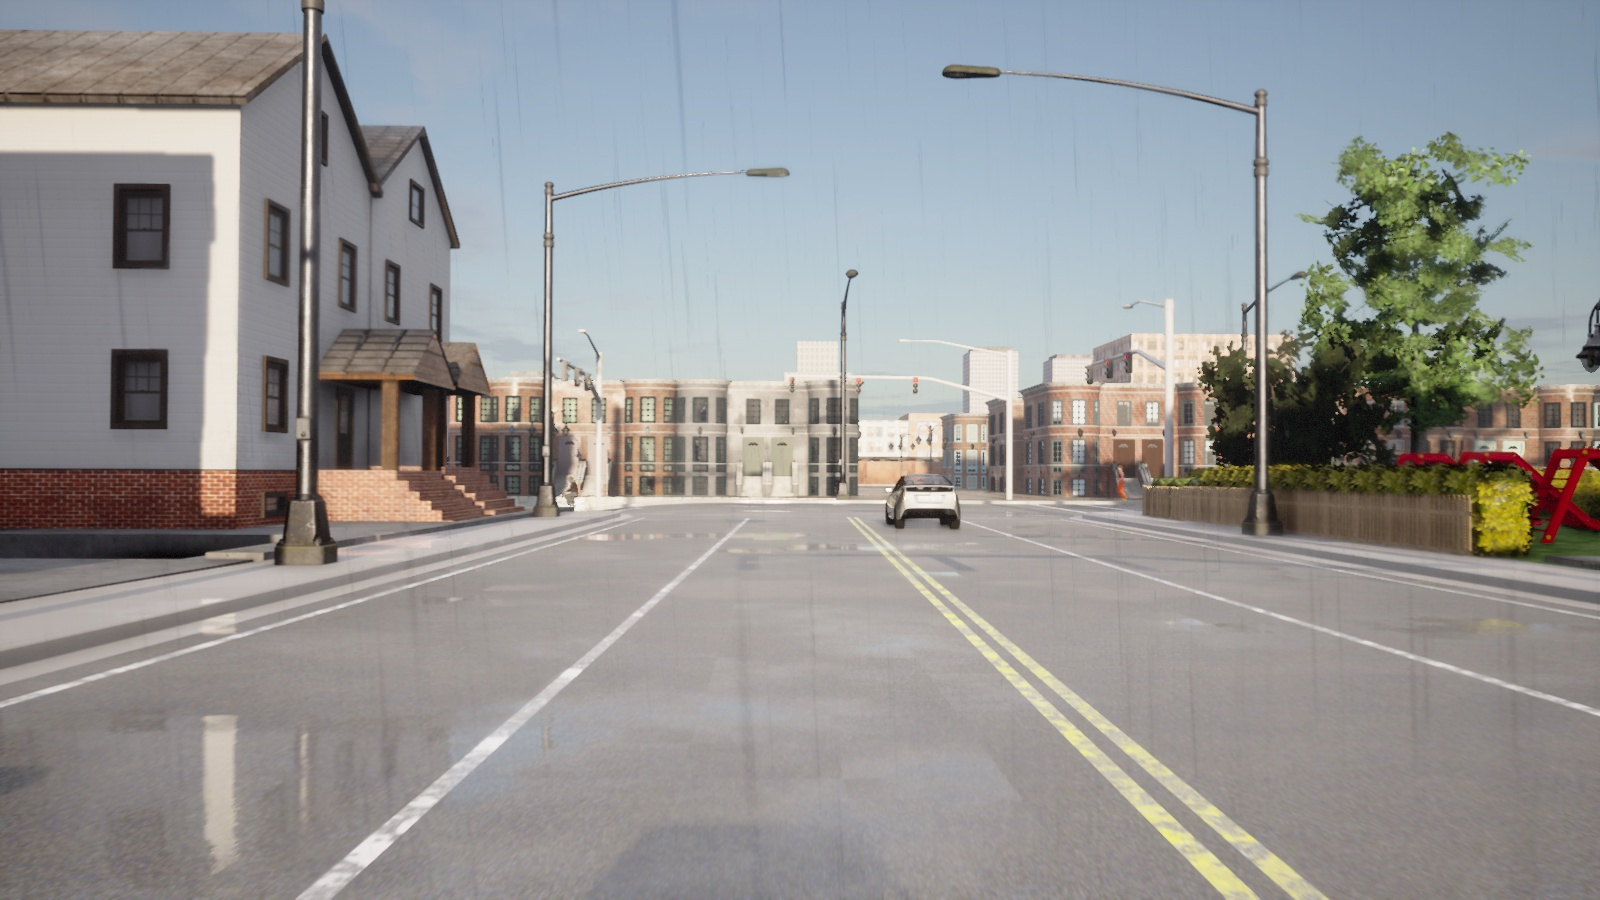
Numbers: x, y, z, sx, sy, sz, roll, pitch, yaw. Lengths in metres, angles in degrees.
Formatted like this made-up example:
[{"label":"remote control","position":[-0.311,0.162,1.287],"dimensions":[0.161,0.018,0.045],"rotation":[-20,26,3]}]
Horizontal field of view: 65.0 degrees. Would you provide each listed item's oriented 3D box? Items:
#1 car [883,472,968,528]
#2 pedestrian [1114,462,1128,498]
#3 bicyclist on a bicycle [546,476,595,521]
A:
[{"label":"car","position":[3.556,1.393,36.354],"dimensions":[2.007,1.525,4.514],"rotation":[0,-1,0]},{"label":"pedestrian","position":[16.425,1.547,64.274],"dimensions":[0.594,1.836,0.345],"rotation":[0,-1,-1]},{"label":"bicyclist on a bicycle","position":[-10.435,2.207,57.133],"dimensions":[1.843,1.776,0.659],"rotation":[-8,-1,0]}]
